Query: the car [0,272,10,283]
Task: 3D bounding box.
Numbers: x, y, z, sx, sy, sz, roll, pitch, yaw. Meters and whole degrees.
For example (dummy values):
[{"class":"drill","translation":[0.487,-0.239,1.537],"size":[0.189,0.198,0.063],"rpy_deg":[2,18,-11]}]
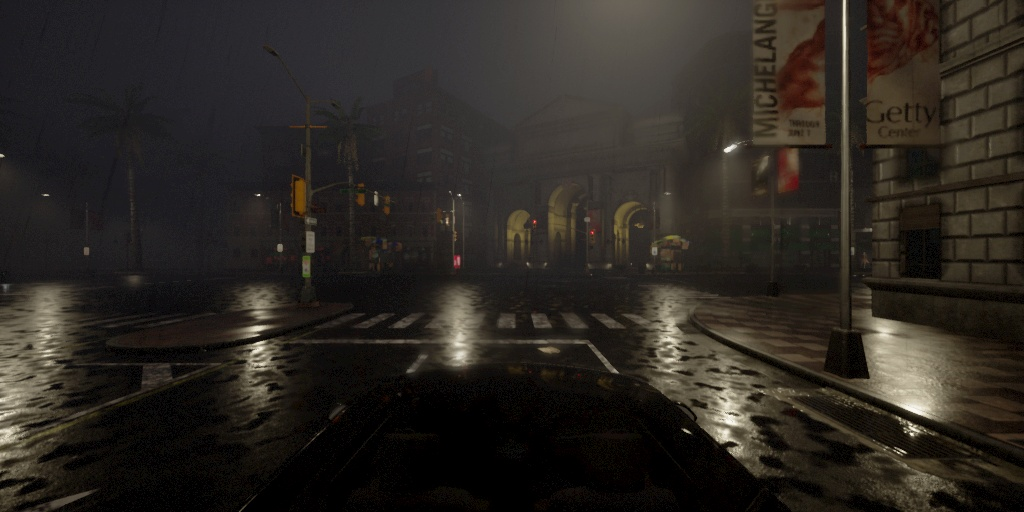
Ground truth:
[{"class":"car","translation":[-38.891,1.350,25.283],"size":[4.718,1.301,1.895],"rpy_deg":[0,0,0]}]
